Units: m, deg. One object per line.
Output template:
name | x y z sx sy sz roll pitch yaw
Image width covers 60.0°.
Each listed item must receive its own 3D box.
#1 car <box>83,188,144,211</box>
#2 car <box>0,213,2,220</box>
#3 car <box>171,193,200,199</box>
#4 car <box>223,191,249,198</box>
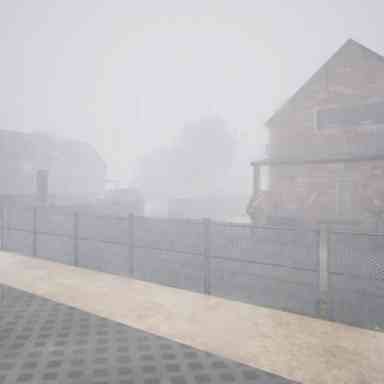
car | -6.482 0.694 28.212 2.150 2.045 5.566 1 2 36
car | -13.234 1.109 18.364 2.097 1.767 4.553 1 2 32
car | -0.597 0.798 36.437 1.994 1.385 4.181 1 2 36
car | 6.052 0.516 45.666 2.033 1.411 5.357 1 2 36
